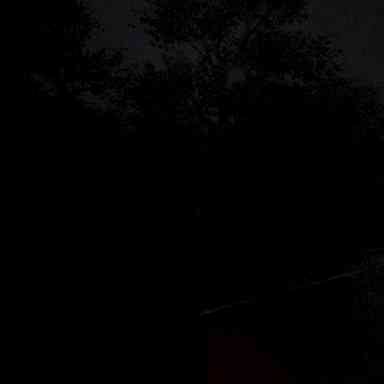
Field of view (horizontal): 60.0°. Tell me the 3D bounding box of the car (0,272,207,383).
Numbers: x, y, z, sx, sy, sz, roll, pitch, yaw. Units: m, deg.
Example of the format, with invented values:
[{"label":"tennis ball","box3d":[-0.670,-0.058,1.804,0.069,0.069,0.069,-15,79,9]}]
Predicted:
[{"label":"car","box3d":[-2.196,1.478,2.425,5.008,1.535,1.882,0,0,-35]}]
